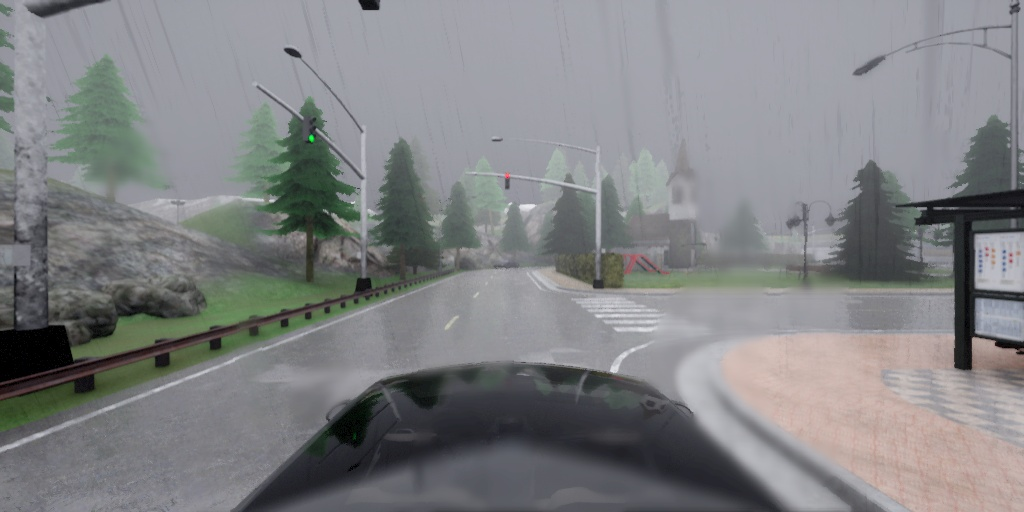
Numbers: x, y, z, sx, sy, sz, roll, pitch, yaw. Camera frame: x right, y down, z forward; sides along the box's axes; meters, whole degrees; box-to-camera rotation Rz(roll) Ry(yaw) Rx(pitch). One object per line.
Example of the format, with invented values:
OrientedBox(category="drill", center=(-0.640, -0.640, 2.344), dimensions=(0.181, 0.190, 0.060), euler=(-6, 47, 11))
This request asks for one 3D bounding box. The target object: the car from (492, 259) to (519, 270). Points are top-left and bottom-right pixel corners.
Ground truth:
OrientedBox(category="car", center=(-0.770, 1.165, 51.038), dimensions=(2.033, 1.411, 5.357), euler=(0, 0, 27))
